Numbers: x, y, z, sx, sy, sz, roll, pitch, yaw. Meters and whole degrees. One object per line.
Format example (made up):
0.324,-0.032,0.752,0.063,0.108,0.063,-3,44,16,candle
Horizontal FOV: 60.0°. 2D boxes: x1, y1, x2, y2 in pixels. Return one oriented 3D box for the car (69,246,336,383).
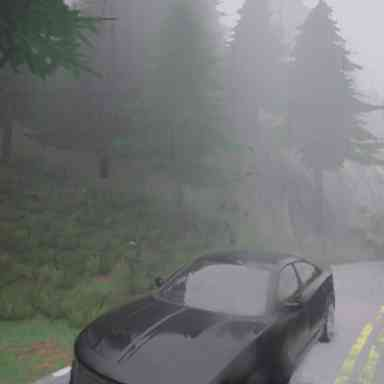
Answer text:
0.690,1.623,4.745,1.882,1.535,5.008,-1,-3,34,car
